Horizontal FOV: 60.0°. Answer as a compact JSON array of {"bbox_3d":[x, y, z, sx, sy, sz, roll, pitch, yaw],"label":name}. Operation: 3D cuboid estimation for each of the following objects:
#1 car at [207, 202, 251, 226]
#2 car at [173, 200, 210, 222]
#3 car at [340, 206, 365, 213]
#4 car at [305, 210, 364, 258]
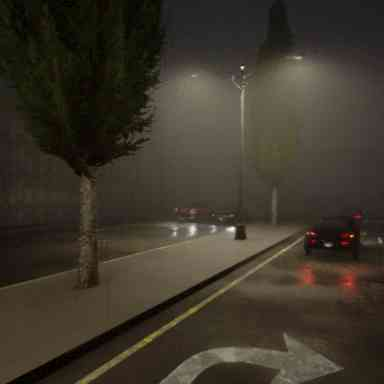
[{"bbox_3d":[3.145,1.698,25.683,1.812,1.442,4.674,0,-1,28],"label":"car"},{"bbox_3d":[0.279,1.508,27.739,2.097,1.767,4.553,0,0,28],"label":"car"},{"bbox_3d":[12.201,1.805,25.618,2.033,1.411,5.357,0,0,28],"label":"car"},{"bbox_3d":[5.799,1.655,13.511,1.812,1.442,4.674,0,0,28],"label":"car"}]
